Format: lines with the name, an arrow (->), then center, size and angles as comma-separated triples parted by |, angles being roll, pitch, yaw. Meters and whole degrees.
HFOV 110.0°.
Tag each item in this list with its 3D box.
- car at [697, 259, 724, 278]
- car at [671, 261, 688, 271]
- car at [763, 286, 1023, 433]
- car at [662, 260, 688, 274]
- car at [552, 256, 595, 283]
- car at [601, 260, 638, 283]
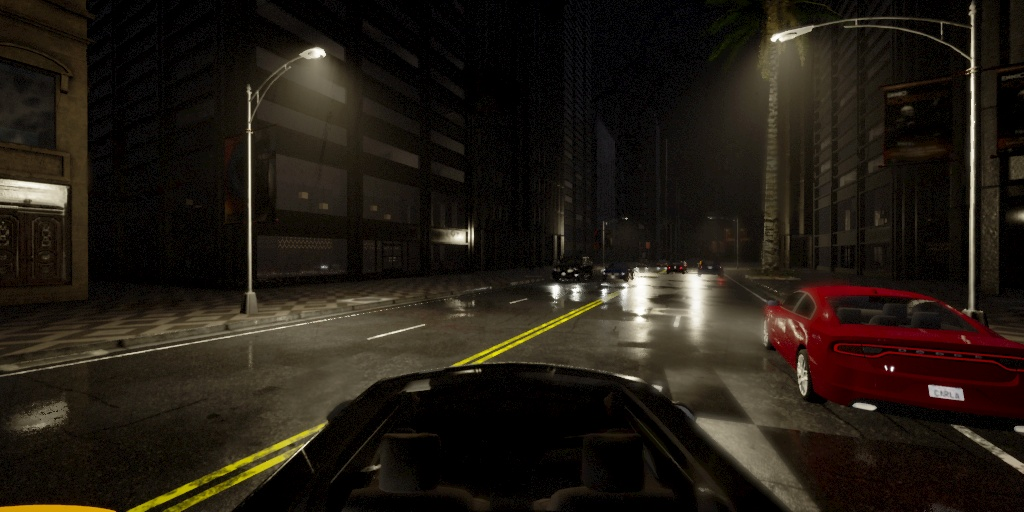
car -> 19.280, 1.117, 34.899 | 2.097, 1.767, 4.553 | 0, 0, 27
car -> 23.523, 1.380, 50.221 | 1.895, 1.301, 4.718 | 0, 0, 27
car -> 5.512, 1.228, 5.819 | 1.882, 1.535, 5.008 | 0, 0, 27
car -> 18.638, 1.317, 40.721 | 2.033, 1.411, 5.357 | 0, 0, 27
car -> 5.077, 0.980, 29.002 | 2.150, 2.045, 5.566 | 0, 0, 27
car -> 8.515, 1.284, 28.579 | 1.812, 1.442, 4.674 | 0, 0, 27
